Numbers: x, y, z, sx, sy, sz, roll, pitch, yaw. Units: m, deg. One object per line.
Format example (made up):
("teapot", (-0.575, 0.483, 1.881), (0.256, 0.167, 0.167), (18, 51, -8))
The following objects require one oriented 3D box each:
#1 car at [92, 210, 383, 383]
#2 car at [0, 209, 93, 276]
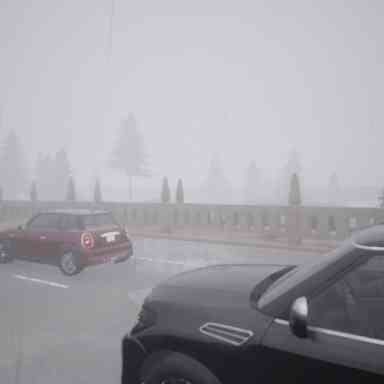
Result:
("car", (1.965, 1.208, 2.447), (5.566, 2.045, 2.150), (0, 0, 35))
("car", (-4.108, 1.323, 10.378), (4.553, 1.767, 2.097), (0, 0, 30))
